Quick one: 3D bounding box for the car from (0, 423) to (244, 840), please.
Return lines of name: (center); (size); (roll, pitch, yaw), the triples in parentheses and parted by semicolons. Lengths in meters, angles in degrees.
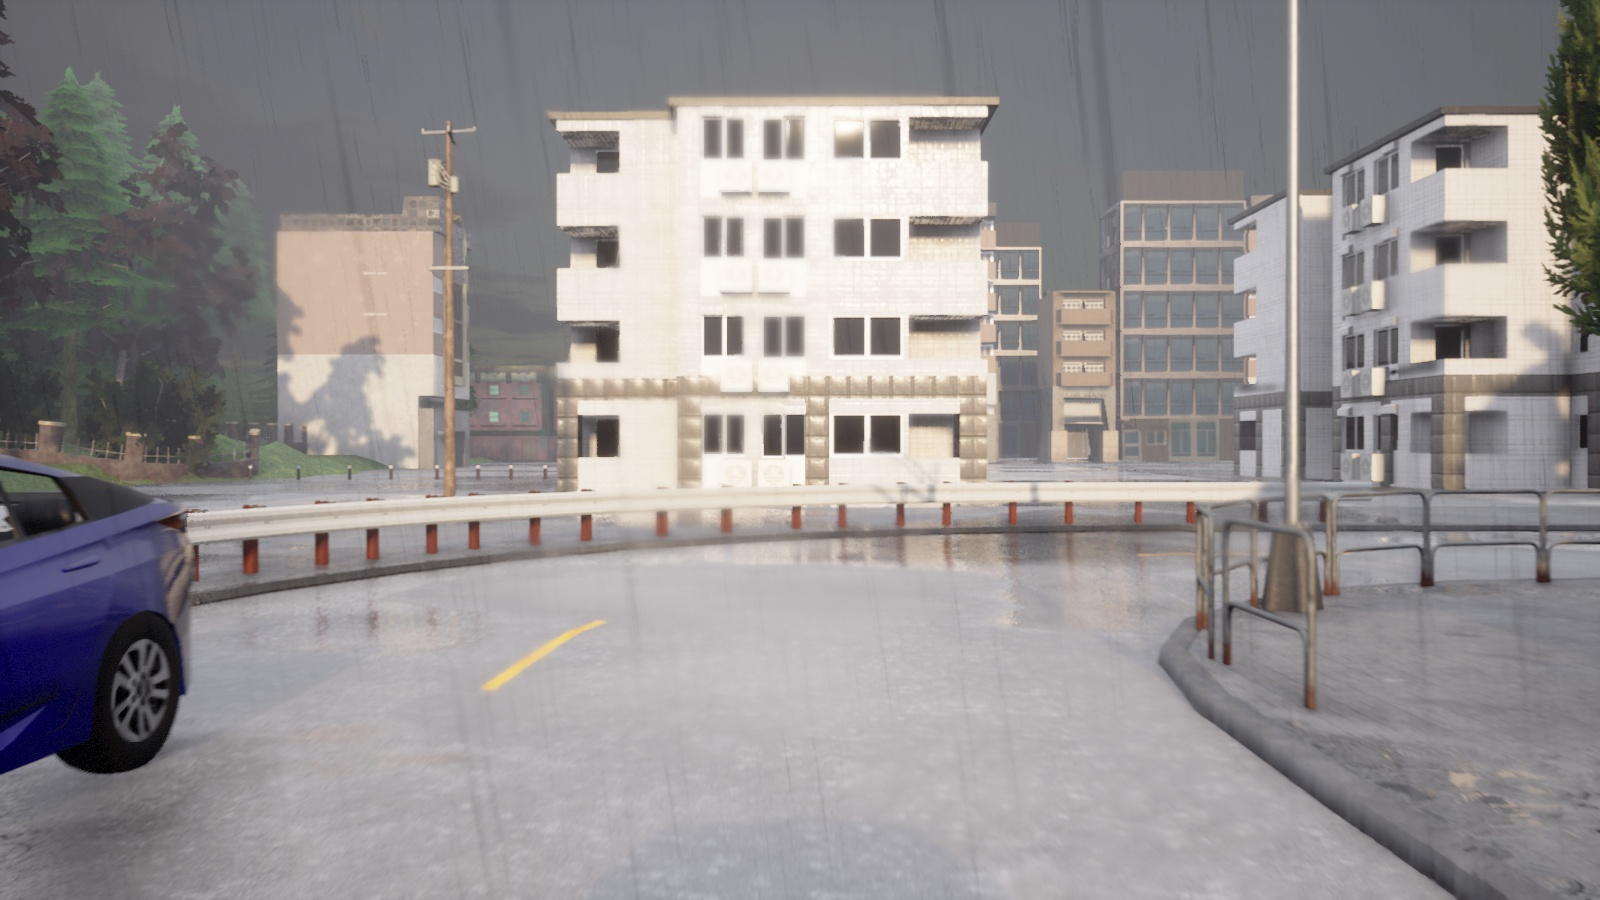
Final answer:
car: (-3.951, 0.666, 4.206); (2.007, 1.525, 4.514); (0, 0, 3)
